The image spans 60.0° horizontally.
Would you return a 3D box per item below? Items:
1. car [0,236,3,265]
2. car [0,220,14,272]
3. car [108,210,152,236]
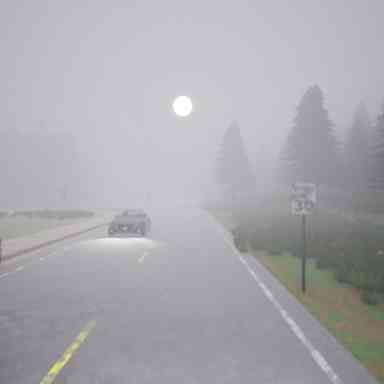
[{"bbox_3d":[-3.599,1.240,1.999,2.150,2.045,5.566,0,0,0],"label":"car"},{"bbox_3d":[-6.477,1.533,8.283,1.816,1.474,4.193,6,-1,-2],"label":"car"},{"bbox_3d":[-3.518,1.745,19.458,1.994,1.385,4.181,0,-1,0],"label":"car"}]
